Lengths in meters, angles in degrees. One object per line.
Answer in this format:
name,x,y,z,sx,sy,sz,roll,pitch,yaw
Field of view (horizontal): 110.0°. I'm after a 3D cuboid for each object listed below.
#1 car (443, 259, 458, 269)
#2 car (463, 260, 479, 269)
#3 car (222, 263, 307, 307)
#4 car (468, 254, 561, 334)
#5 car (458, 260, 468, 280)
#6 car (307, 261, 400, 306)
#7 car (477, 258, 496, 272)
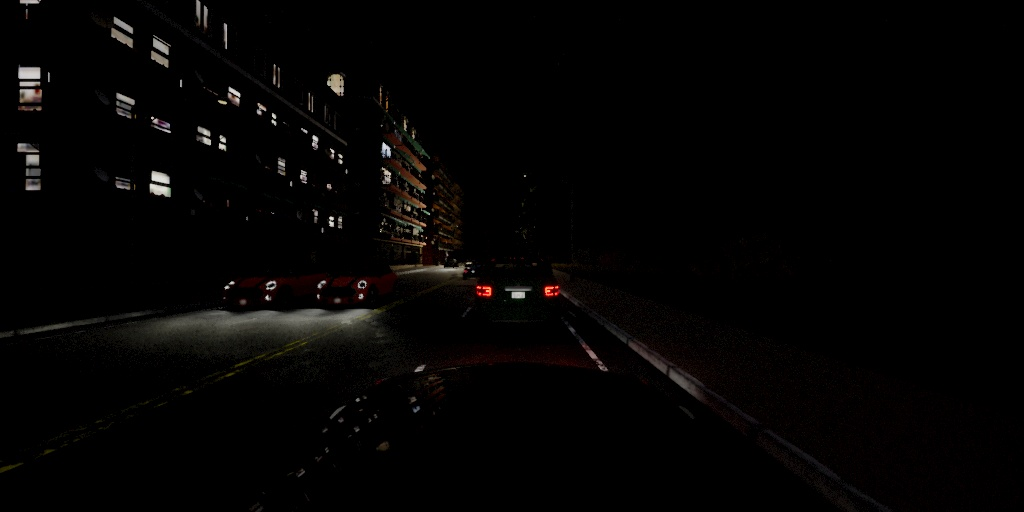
car,-9.821,1.244,57.949,2.128,1.511,4.902,0,0,0
car,-6.575,1.300,57.751,2.033,1.411,5.357,0,0,0
car,-9.849,1.104,15.376,2.097,1.767,4.553,0,0,0
car,0.104,0.973,10.765,2.150,2.045,5.566,0,0,-1
car,-3.141,1.301,31.173,2.033,1.411,5.357,0,0,-1
car,-6.599,1.104,15.793,2.097,1.767,4.553,0,0,0
car,-3.138,1.106,45.635,2.097,1.767,4.553,0,0,0
